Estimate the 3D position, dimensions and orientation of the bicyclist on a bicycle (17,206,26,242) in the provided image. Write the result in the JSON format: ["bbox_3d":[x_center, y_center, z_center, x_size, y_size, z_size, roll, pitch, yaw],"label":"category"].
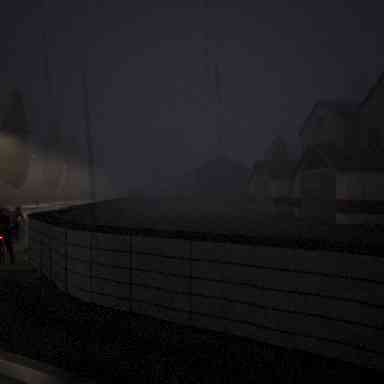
[{"bbox_3d":[-7.728,1.455,14.644,0.582,1.620,1.656,0,-2,-3],"label":"bicyclist on a bicycle"}]

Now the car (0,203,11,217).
[{"bbox_3d":[-16.344,1.505,26.813,1.837,1.490,4.892,0,0,-8],"label":"car"}]

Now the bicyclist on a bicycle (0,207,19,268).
[{"bbox_3d":[-5.537,1.302,9.622,0.582,1.620,1.656,0,0,-36],"label":"bicyclist on a bicycle"}]
